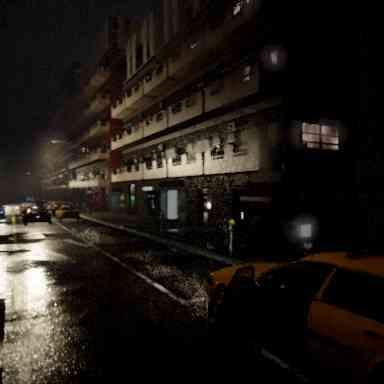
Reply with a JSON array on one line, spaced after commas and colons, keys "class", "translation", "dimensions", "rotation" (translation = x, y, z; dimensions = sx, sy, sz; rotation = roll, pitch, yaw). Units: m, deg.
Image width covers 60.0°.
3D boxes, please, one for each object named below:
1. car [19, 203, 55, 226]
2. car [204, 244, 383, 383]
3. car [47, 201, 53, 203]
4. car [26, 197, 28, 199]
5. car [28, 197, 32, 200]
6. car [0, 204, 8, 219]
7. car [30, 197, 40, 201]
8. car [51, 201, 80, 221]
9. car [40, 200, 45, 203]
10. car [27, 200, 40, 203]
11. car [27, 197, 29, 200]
[{"class": "car", "translation": [-12.220, 1.797, 26.101], "dimensions": [1.994, 1.385, 4.181], "rotation": [0, 0, -28]}, {"class": "car", "translation": [2.071, 1.474, 4.543], "dimensions": [1.801, 1.575, 5.366], "rotation": [0, 0, -28]}, {"class": "car", "translation": [-13.756, 1.860, 34.398], "dimensions": [1.947, 1.339, 4.313], "rotation": [-1, 0, -28]}, {"class": "car", "translation": [-37.807, 2.154, 78.710], "dimensions": [1.967, 1.590, 4.097], "rotation": [-1, 0, -28]}, {"class": "car", "translation": [-29.789, 2.124, 63.939], "dimensions": [2.008, 1.369, 4.403], "rotation": [-1, 0, -28]}, {"class": "car", "translation": [-18.823, 1.830, 31.728], "dimensions": [1.812, 1.442, 4.674], "rotation": [0, -1, -28]}, {"class": "car", "translation": [-27.116, 2.093, 59.015], "dimensions": [1.947, 1.339, 4.313], "rotation": [-1, 0, -28]}, {"class": "car", "translation": [-11.166, 1.775, 29.624], "dimensions": [1.752, 1.417, 4.829], "rotation": [-1, 0, -28]}, {"class": "car", "translation": [-16.431, 1.781, 39.321], "dimensions": [1.967, 1.590, 4.097], "rotation": [-1, 0, -28]}, {"class": "car", "translation": [-19.322, 1.956, 39.188], "dimensions": [1.895, 1.301, 4.718], "rotation": [0, 0, -28]}, {"class": "car", "translation": [-32.542, 2.147, 69.012], "dimensions": [1.752, 1.417, 4.829], "rotation": [-1, 0, -28]}]
